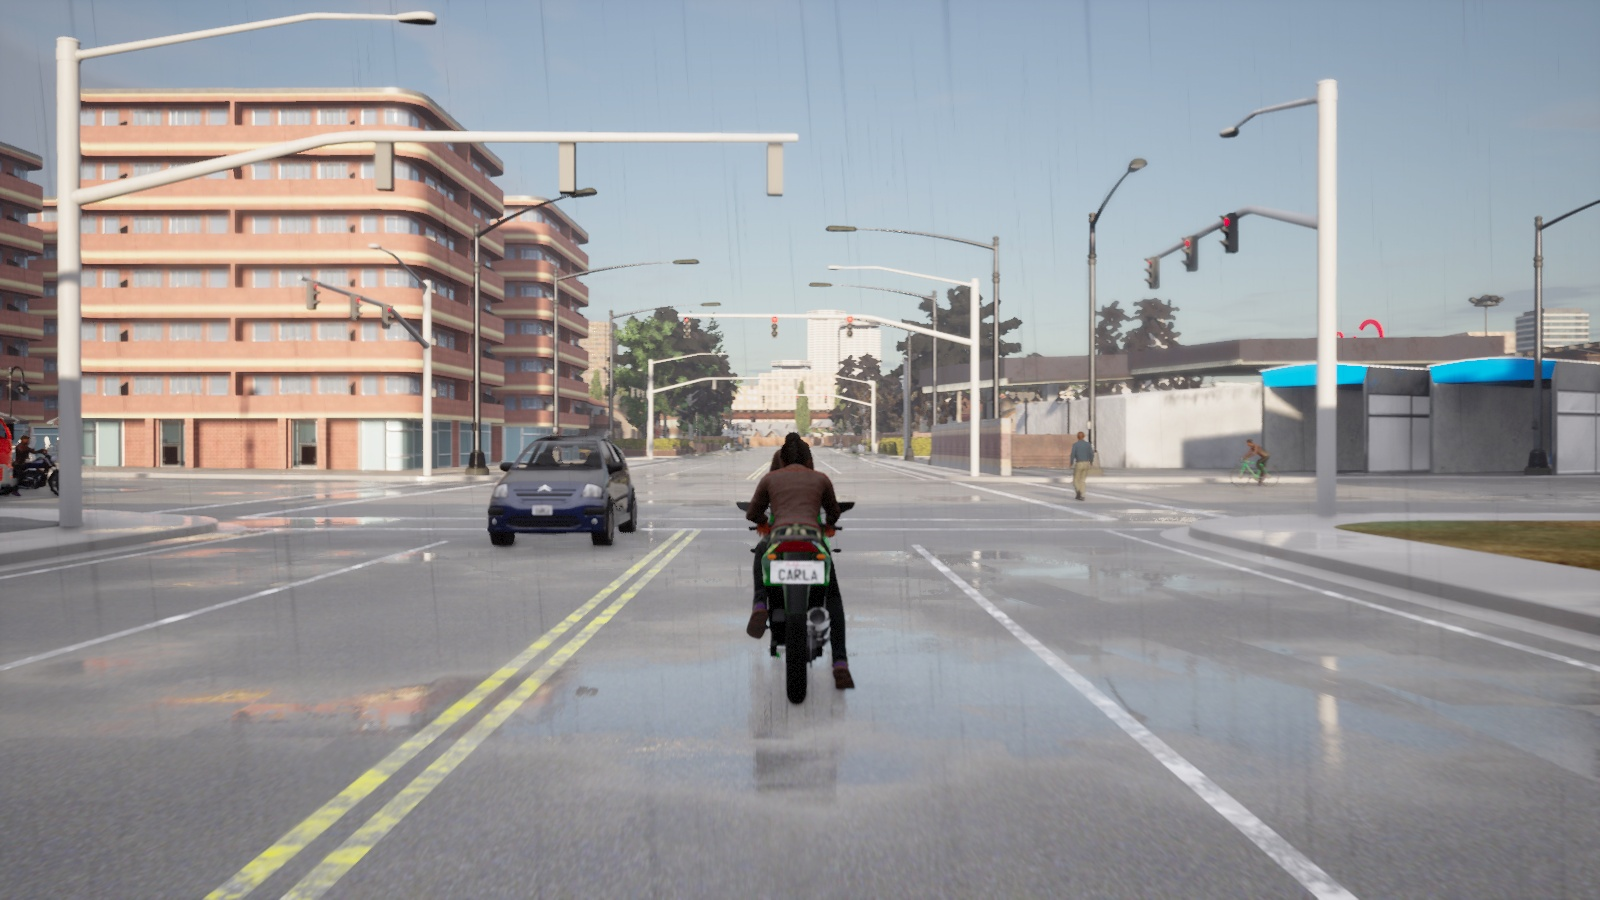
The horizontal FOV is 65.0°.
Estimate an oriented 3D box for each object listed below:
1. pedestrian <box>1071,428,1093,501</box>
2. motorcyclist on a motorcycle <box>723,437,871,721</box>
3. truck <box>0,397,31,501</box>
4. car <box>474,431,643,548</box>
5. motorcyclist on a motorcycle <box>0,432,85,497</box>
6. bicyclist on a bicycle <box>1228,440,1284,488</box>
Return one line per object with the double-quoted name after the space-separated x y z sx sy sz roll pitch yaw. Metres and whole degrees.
7.127 0.362 31.774 0.370 1.835 0.726 0 0 -3 "pedestrian"
-0.022 0.684 7.756 0.797 1.523 2.044 0 0 0 "motorcyclist on a motorcycle"
-21.422 -0.057 29.384 5.204 2.467 2.627 1 0 0 "truck"
-3.584 0.532 19.327 1.851 1.617 3.988 0 0 0 "car"
-20.081 0.375 32.807 2.350 1.649 0.766 1 0 0 "motorcyclist on a motorcycle"
15.326 0.468 42.202 1.656 1.620 0.582 0 0 1 "bicyclist on a bicycle"
